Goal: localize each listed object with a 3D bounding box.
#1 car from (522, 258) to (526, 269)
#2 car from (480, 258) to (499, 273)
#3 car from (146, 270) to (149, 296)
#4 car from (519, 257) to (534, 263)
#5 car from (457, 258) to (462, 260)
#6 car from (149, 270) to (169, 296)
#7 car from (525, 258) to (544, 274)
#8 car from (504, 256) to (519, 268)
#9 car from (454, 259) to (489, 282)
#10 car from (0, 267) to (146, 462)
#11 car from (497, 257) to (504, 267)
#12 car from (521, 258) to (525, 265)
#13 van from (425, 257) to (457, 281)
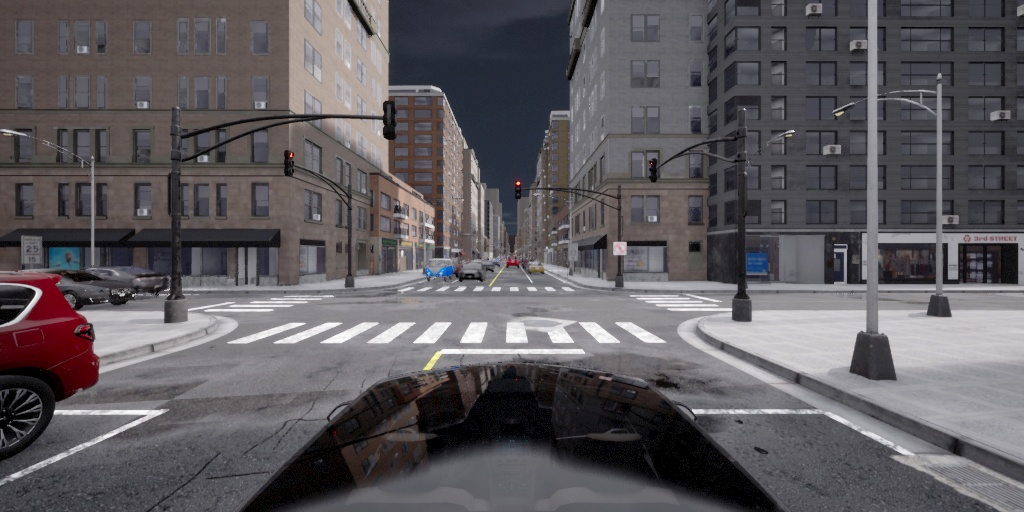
[{"bbox_3d":[2.706,1.296,45.872,2.007,1.370,4.403,0,0,0],"label":"car"},{"bbox_3d":[-3.061,1.293,43.237,2.033,1.411,5.357,0,0,0],"label":"car"},{"bbox_3d":[-17.565,1.265,13.846,4.892,1.490,1.837,0,0,-2],"label":"car"},{"bbox_3d":[2.716,1.058,57.060,2.192,1.841,5.009,0,0,0],"label":"car"},{"bbox_3d":[-5.830,1.062,34.665,2.192,1.841,5.009,0,0,0],"label":"car"},{"bbox_3d":[-19.245,1.249,16.991,4.902,1.511,2.128,0,0,0],"label":"car"},{"bbox_3d":[2.701,1.272,40.447,1.751,1.417,4.829,0,0,0],"label":"car"},{"bbox_3d":[0.150,0.964,60.954,2.150,2.045,5.566,0,0,0],"label":"car"},{"bbox_3d":[-3.077,1.251,28.459,1.837,1.490,4.892,0,0,0],"label":"car"},{"bbox_3d":[-5.858,1.065,2.122,2.192,1.841,5.009,0,0,0],"label":"car"},{"bbox_3d":[-2.947,1.289,63.788,2.033,1.411,5.357,0,0,0],"label":"car"},{"bbox_3d":[2.711,1.310,51.466,1.948,1.339,4.313,0,0,0],"label":"car"},{"bbox_3d":[-5.834,1.088,29.069,1.690,1.789,3.998,0,0,0],"label":"van"}]
